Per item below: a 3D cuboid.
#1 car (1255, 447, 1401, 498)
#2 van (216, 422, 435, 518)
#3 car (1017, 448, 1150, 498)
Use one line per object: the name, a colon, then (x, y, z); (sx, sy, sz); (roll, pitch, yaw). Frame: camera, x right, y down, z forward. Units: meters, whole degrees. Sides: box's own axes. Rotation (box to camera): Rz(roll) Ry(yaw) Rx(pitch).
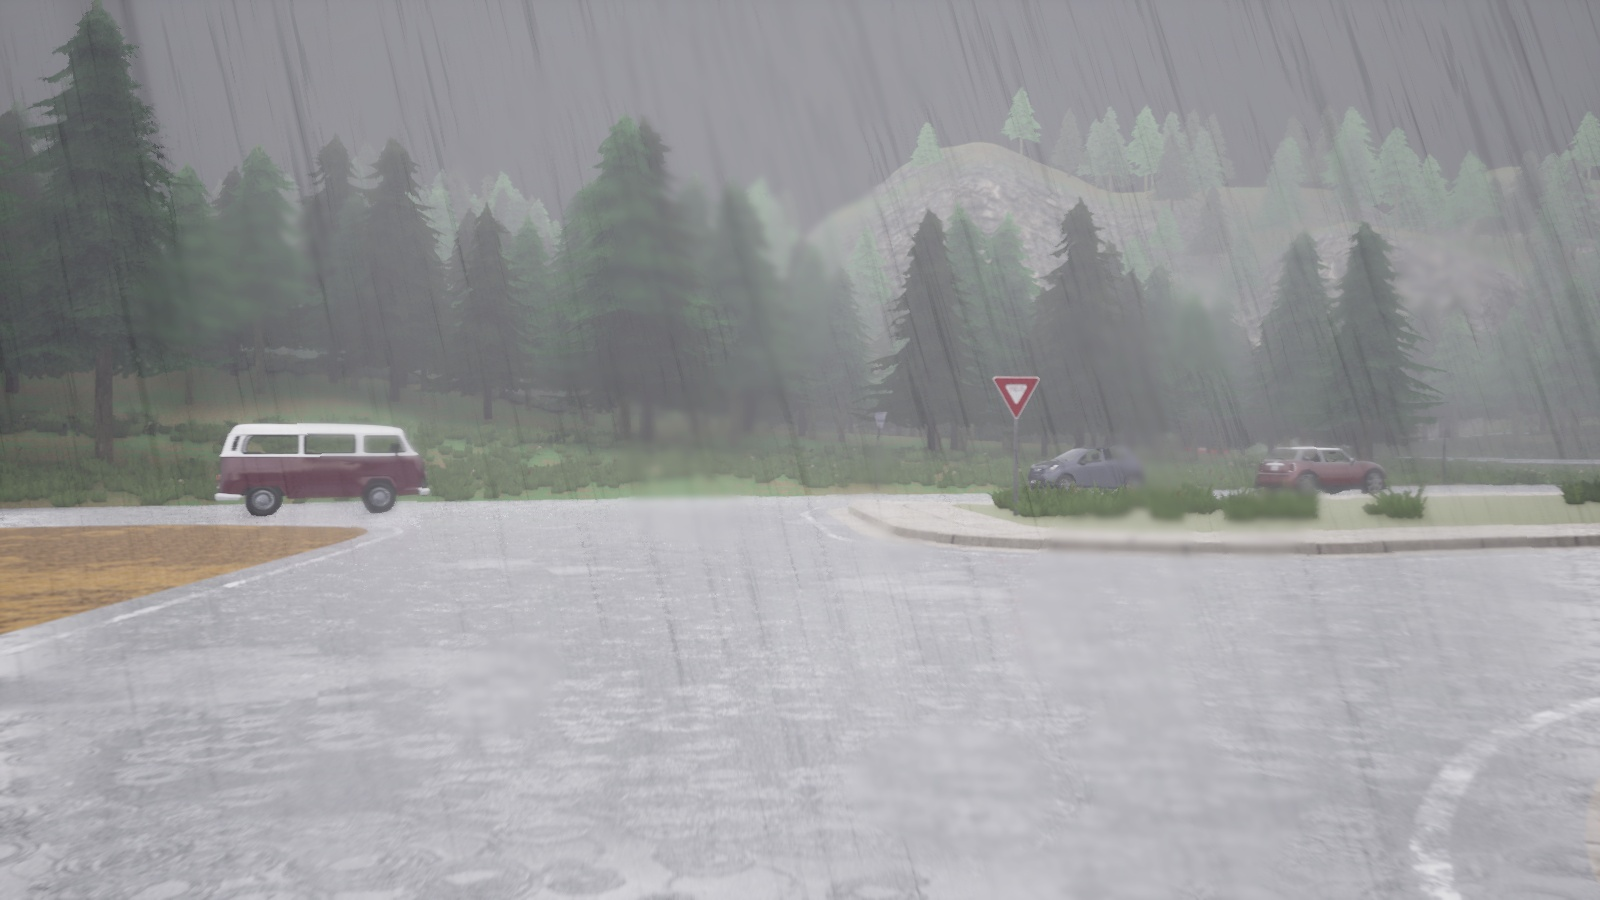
car: (16.084, 0.652, 38.295); (3.806, 1.475, 1.970); (0, 0, -20)
van: (-10.657, 0.414, 28.394); (4.480, 2.038, 2.069); (0, 0, -20)
car: (8.864, 0.694, 39.354); (3.633, 1.501, 1.845); (0, 0, -20)
